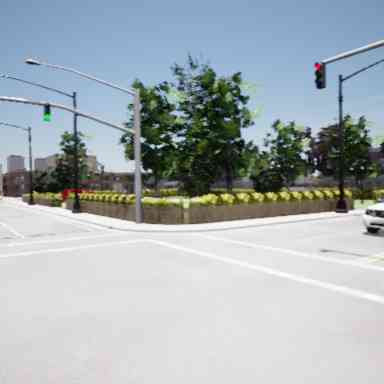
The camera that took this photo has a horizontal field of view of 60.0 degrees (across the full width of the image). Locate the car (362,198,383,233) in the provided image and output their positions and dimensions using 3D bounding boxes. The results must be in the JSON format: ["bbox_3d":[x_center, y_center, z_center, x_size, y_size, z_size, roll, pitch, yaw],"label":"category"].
[{"bbox_3d":[10.439,0.868,15.842,5.566,2.045,2.150,-1,1,-34],"label":"car"}]
